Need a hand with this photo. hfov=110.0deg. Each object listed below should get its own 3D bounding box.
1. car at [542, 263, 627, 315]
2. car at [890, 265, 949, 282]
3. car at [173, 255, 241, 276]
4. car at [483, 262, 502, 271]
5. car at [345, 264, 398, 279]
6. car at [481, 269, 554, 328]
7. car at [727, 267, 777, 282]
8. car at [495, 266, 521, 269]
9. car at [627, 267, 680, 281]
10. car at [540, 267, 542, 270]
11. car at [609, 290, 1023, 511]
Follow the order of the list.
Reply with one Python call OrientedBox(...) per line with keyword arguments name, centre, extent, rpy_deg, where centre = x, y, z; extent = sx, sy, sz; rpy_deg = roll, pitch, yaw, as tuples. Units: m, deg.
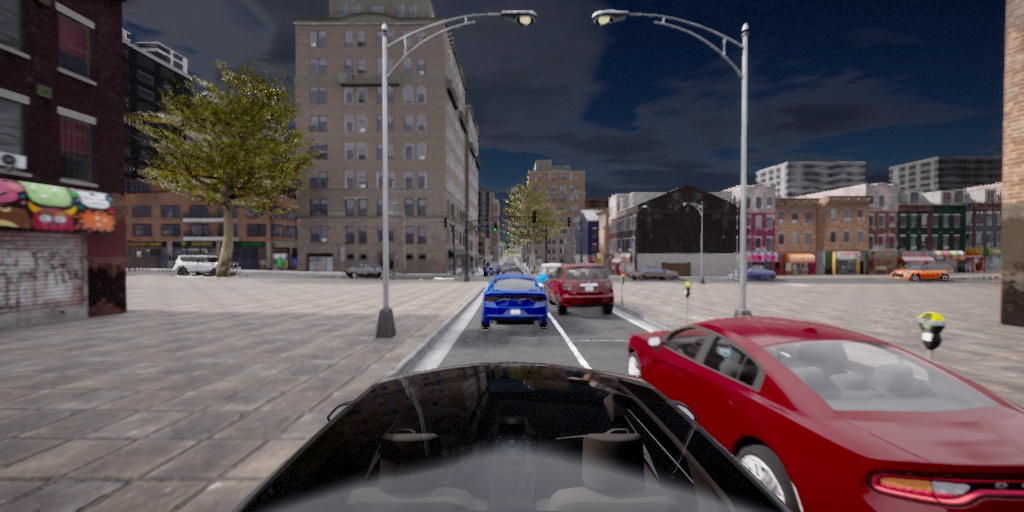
OrientedBox(name="car", centre=(2.636, 1.220, 14.425), extent=(2.192, 1.841, 5.009), rpy_deg=(0, 0, 0))
OrientedBox(name="car", centre=(43.275, 1.761, 38.196), extent=(4.553, 1.767, 2.097), rpy_deg=(0, 1, 0))
OrientedBox(name="car", centre=(-29.889, 0.958, 35.235), extent=(5.566, 2.045, 2.150), rpy_deg=(1, 1, 0))
OrientedBox(name="car", centre=(-2.814, 1.859, 51.077), extent=(2.150, 2.045, 5.566), rpy_deg=(0, -2, 1))
OrientedBox(name="car", centre=(-13.786, 1.527, 35.251), extent=(4.902, 1.511, 2.128), rpy_deg=(1, 1, 0))
OrientedBox(name="car", centre=(0.053, 1.350, 11.885), extent=(1.882, 1.535, 5.008), rpy_deg=(0, -1, -1))
OrientedBox(name="car", centre=(25.552, 1.935, 38.230), extent=(4.674, 1.442, 1.812), rpy_deg=(0, 1, 0))
OrientedBox(name="car", centre=(0.095, 1.591, 23.710), extent=(1.994, 1.385, 4.181), rpy_deg=(0, -1, 0))
OrientedBox(name="car", centre=(14.918, 1.873, 38.225), extent=(5.357, 1.411, 2.033), rpy_deg=(0, 1, 0))
OrientedBox(name="car", centre=(2.636, 1.521, 19.410), extent=(2.007, 1.370, 4.403), rpy_deg=(0, 0, 0))
OrientedBox(name="car", centre=(2.637, 1.320, 3.847), extent=(1.888, 1.381, 4.507), rpy_deg=(0, 0, 0))
